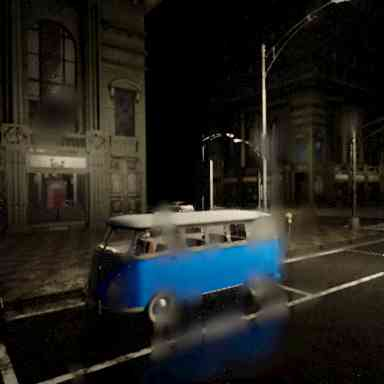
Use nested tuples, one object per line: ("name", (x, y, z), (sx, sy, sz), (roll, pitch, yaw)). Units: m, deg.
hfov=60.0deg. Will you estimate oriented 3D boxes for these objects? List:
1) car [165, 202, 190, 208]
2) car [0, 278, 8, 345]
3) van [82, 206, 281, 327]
("car", (-1.374, 1.835, 37.884), (1.812, 1.442, 4.674), (-1, 0, -36))
("car", (-4.385, 1.583, 3.492), (4.313, 1.339, 1.947), (-1, 0, -36))
("van", (-0.008, 1.300, 6.672), (3.998, 1.788, 1.690), (-1, 0, -36))
